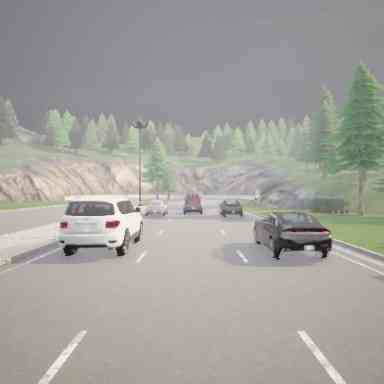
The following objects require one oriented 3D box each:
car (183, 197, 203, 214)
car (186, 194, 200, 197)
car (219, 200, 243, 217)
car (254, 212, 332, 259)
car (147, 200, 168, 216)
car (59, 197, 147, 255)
[{"bbox_3d":[0.098,1.564,34.837,1.994,1.385,4.181,0,0,0],"label":"car"},{"bbox_3d":[0.092,1.221,44.256,2.150,2.045,5.566,0,0,0],"label":"car"},{"bbox_3d":[3.600,1.492,31.085,2.128,1.511,4.902,0,0,0],"label":"car"},{"bbox_3d":[3.600,1.491,12.627,2.128,1.511,4.902,0,0,0],"label":"car"},{"bbox_3d":[-3.401,1.526,32.804,1.812,1.442,4.674,0,0,0],"label":"car"},{"bbox_3d":[-3.399,1.221,13.356,2.150,2.045,5.566,0,0,0],"label":"car"}]
